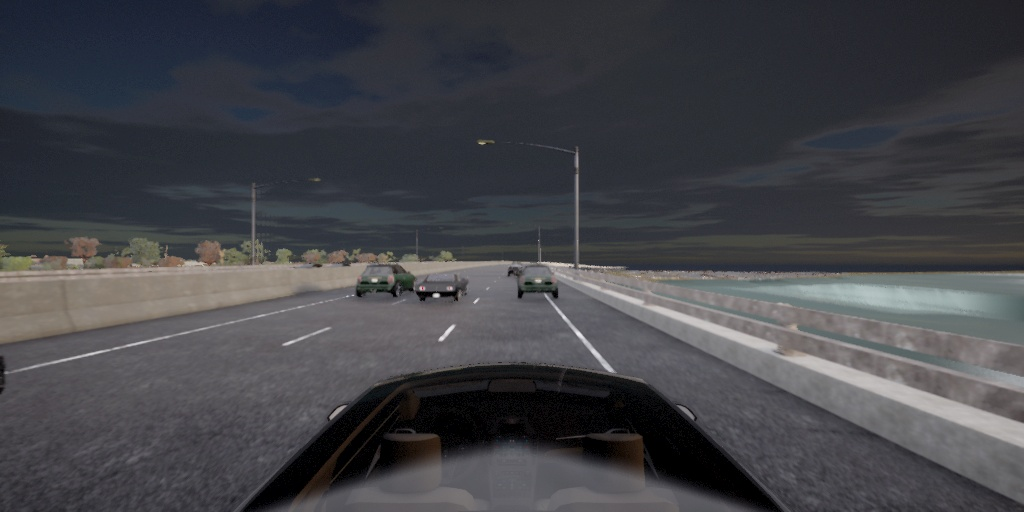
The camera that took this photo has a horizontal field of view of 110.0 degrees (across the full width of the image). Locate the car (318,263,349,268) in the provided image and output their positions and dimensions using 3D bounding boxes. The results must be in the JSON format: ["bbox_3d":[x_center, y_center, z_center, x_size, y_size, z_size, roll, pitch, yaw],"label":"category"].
[{"bbox_3d":[-20.598,1.608,42.741,1.837,1.490,4.892,0,-1,2],"label":"car"}]

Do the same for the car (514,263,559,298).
[{"bbox_3d":[1.311,1.257,19.811,2.097,1.767,4.553,0,-1,1],"label":"car"}]

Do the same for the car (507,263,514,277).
[{"bbox_3d":[0.478,1.581,41.645,1.882,1.535,5.008,0,-1,2],"label":"car"}]

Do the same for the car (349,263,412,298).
[{"bbox_3d":[-6.803,1.252,19.917,2.097,1.767,4.553,0,-1,1],"label":"car"}]

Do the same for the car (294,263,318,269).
[{"bbox_3d":[-24.095,1.607,42.844,1.837,1.490,4.892,0,-1,2],"label":"car"}]

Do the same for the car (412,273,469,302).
[{"bbox_3d":[-3.325,1.488,18.081,1.895,1.301,4.718,0,0,1],"label":"car"}]

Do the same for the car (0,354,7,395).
[{"bbox_3d":[-6.898,0.967,1.636,2.150,2.045,5.566,0,0,0],"label":"car"}]
